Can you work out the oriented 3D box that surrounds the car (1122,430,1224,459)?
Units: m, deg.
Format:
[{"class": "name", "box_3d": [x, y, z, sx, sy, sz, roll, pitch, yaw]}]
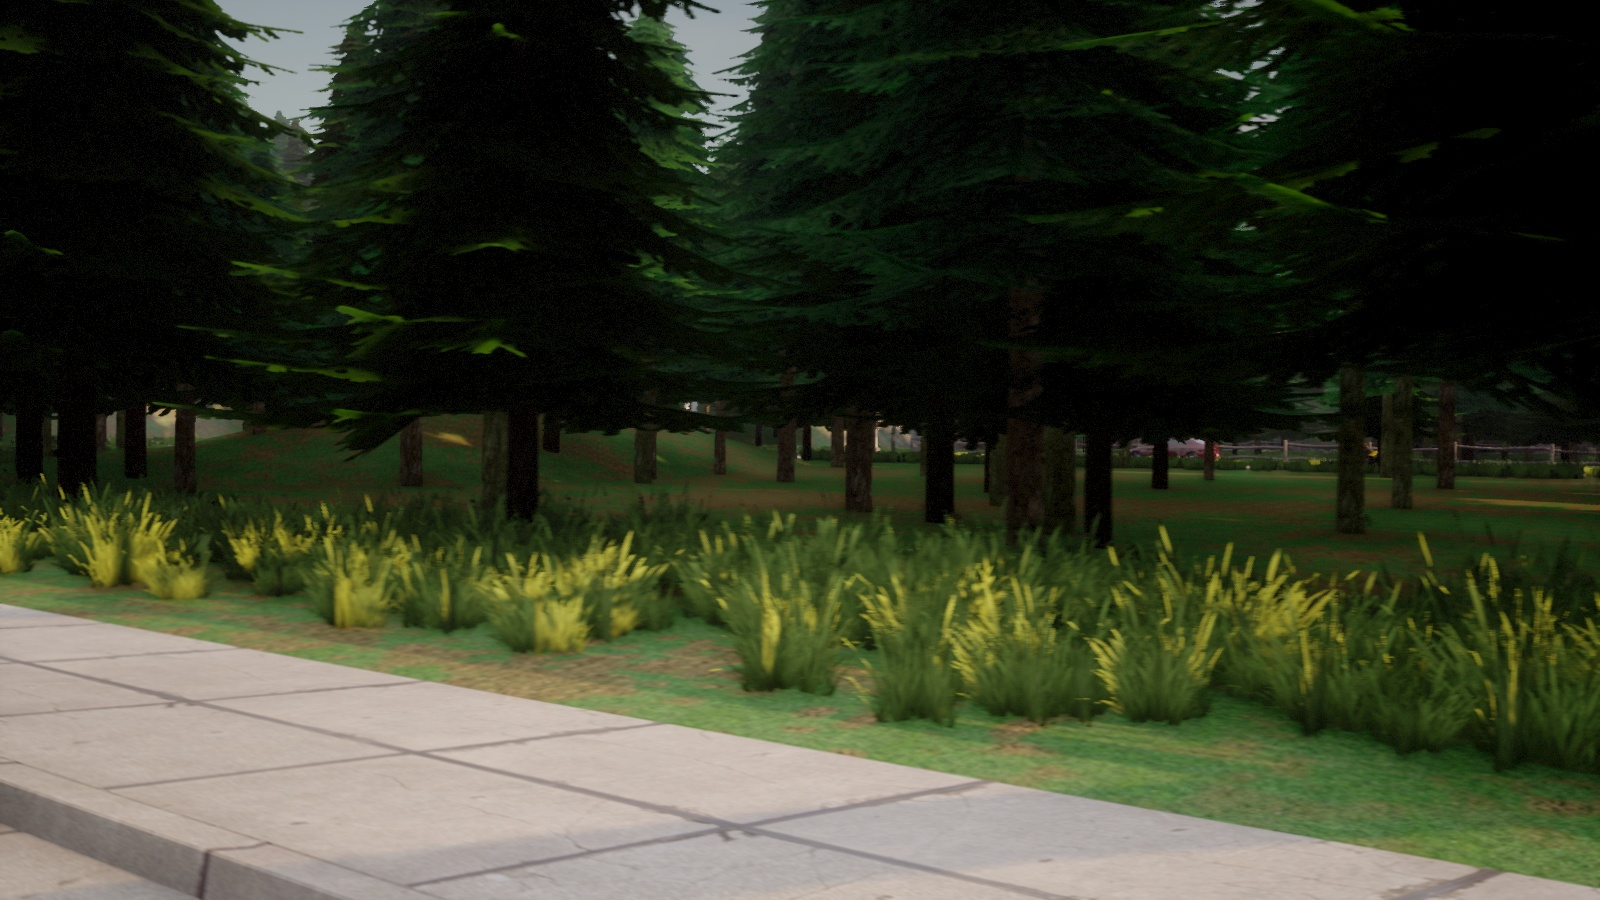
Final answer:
[{"class": "car", "box_3d": [18.976, -0.283, 63.955, 4.674, 1.442, 1.812, 0, 1, 36]}]

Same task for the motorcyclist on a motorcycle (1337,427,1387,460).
[{"class": "motorcyclist on a motorcycle", "box_3d": [26.267, -0.321, 58.706, 2.044, 1.523, 0.797, 0, 1, 36]}]
